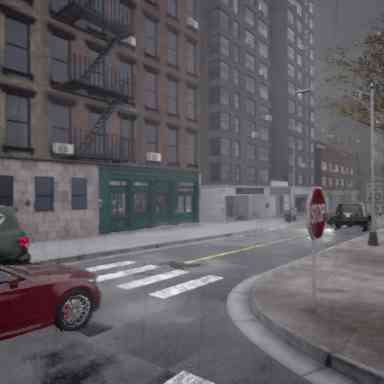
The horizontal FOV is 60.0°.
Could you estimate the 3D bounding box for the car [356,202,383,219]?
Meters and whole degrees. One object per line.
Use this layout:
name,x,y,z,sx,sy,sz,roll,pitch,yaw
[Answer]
car,23.337,2.396,43.697,2.150,2.045,5.566,-1,-1,38

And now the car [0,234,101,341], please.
car,-3.569,1.569,4.812,1.812,1.442,4.674,-1,-1,38

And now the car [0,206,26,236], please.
car,-6.095,1.283,6.393,2.150,2.045,5.566,-1,-1,39

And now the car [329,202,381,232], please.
car,12.563,1.827,25.365,2.150,2.045,5.566,-1,-2,38

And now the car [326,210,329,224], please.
car,11.953,2.294,29.349,1.895,1.301,4.718,-1,-2,38
